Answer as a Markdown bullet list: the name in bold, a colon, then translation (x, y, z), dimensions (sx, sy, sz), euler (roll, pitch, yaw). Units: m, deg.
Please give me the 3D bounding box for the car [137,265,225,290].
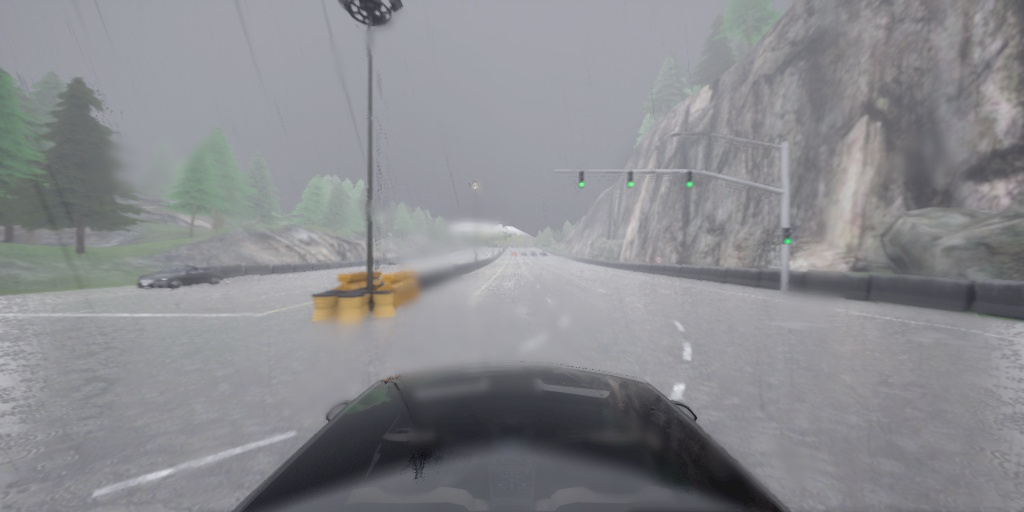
- **car**: translation (-21.000, 1.330, 22.994), dimensions (2.128, 1.511, 4.902), euler (0, 1, 0)
